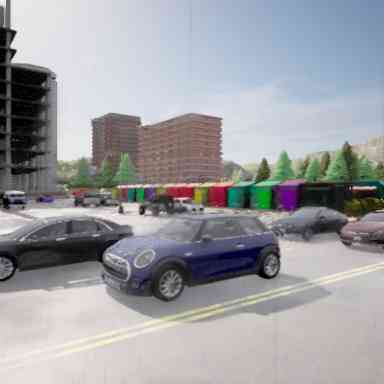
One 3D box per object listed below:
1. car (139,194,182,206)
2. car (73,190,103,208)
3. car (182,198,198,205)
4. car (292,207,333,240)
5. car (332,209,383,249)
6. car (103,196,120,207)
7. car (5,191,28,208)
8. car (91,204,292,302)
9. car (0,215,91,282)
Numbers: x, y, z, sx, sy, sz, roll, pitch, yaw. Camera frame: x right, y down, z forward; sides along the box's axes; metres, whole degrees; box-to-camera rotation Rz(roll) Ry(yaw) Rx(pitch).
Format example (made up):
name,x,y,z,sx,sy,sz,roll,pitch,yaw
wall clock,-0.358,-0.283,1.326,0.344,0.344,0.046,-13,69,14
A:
name,x,y,z,sx,sy,sz,roll,pitch,yaw
car,-2.956,1.089,28.537,1.905,1.878,3.866,0,0,-37
car,-13.475,1.041,42.548,1.932,1.855,4.605,0,0,-37
car,-0.633,1.327,30.265,1.970,1.475,3.806,0,0,-37
car,6.105,1.496,16.787,4.674,1.442,1.812,0,0,-35
car,8.165,1.505,13.956,4.674,1.442,1.812,0,0,-35
car,-11.119,1.251,44.234,1.784,1.438,3.905,0,0,-37
car,-26.947,1.005,51.276,1.932,1.855,4.605,0,0,-37
car,0.125,1.335,8.365,4.553,1.767,2.097,0,0,-35
car,-4.008,1.476,9.728,4.892,1.490,1.837,-1,1,-35
